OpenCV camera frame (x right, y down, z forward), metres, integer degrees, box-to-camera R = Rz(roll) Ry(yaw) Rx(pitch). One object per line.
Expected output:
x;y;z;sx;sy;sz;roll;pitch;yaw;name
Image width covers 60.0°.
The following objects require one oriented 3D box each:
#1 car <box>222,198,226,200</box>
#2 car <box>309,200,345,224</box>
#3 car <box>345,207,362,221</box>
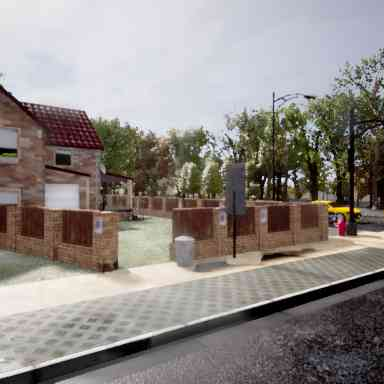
4.269;1.396;33.935;2.128;1.511;4.902;0;0;-35;car
7.818;1.468;23.343;1.812;1.442;4.674;0;0;-35;car
10.309;1.423;25.451;1.882;1.535;5.008;0;0;-35;car
